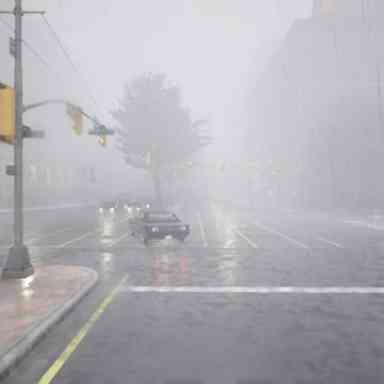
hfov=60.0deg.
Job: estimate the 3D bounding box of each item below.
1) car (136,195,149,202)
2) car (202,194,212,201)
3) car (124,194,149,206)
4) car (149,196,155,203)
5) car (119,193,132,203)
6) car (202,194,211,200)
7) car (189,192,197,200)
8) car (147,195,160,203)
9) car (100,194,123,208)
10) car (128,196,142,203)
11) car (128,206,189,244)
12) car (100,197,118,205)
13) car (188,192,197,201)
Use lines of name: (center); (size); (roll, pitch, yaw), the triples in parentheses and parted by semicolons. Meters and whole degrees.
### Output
car: (-11.323, 1.397, 76.557); (2.128, 1.511, 4.902); (0, 0, 0)
car: (3.682, 1.464, 78.863); (1.895, 1.301, 4.718); (0, 0, 0)
car: (-7.976, 1.466, 48.418); (2.033, 1.411, 5.357); (0, 0, 0)
car: (-7.896, 1.467, 57.654); (1.994, 1.385, 4.181); (0, 0, 1)
car: (-11.407, 1.127, 56.439); (2.150, 2.045, 5.566); (0, 0, 1)
car: (3.703, 1.379, 87.896); (2.128, 1.511, 4.902); (0, 0, 0)
car: (0.203, 1.079, 87.934); (2.150, 2.045, 5.566); (0, 0, 0)
car: (-7.842, 1.433, 68.276); (2.033, 1.411, 5.357); (0, 0, 0)
car: (-11.479, 1.446, 47.027); (1.812, 1.442, 4.674); (0, 0, 0)
car: (-11.347, 1.453, 66.323); (1.994, 1.385, 4.181); (0, 0, 0)
car: (-1.780, 1.574, 15.882); (1.895, 1.301, 4.718); (0, 0, -21)
car: (-14.614, 1.496, 58.741); (1.895, 1.301, 4.718); (0, 0, 0)
car: (0.180, 1.411, 77.694); (2.033, 1.411, 5.357); (0, 0, 0)
